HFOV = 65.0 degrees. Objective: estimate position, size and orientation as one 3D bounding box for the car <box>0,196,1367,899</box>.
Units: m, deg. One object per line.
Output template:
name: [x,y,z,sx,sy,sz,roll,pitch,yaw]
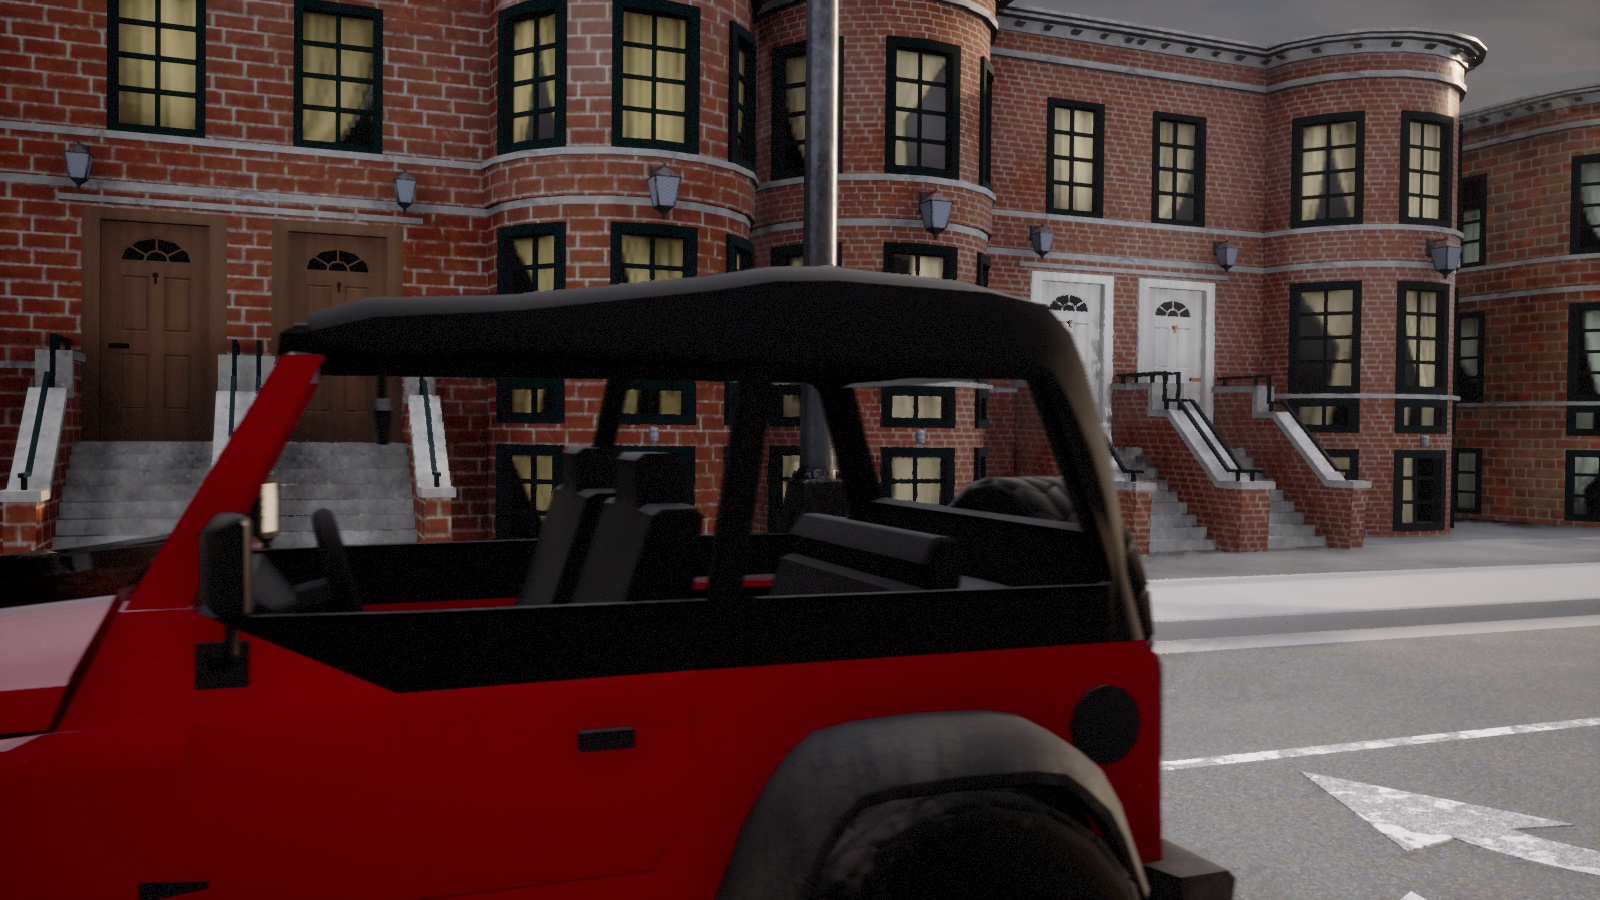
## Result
car: [-0.934,0.555,2.889,3.866,1.878,1.905,-1,1,-21]
